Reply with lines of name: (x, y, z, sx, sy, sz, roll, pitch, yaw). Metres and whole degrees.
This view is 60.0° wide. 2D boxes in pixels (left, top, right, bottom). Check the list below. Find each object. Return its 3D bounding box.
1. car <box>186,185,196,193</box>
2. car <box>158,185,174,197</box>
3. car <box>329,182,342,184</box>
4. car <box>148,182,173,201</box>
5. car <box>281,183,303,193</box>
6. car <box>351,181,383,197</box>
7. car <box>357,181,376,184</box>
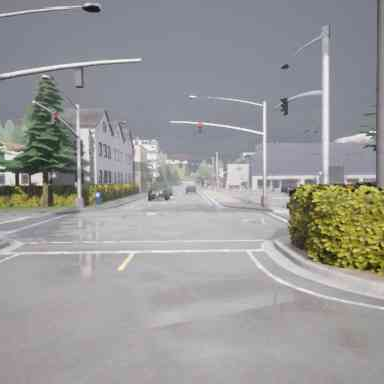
car: (-0.188, -0.580, 58.690, 2.128, 1.511, 4.902, -1, 2, 0)
car: (-3.748, -0.176, 48.429, 1.837, 1.490, 4.892, -1, 2, 0)
car: (25.289, -1.035, 59.490, 2.152, 1.636, 5.027, -1, 2, 0)
car: (-3.732, -0.110, 38.269, 2.150, 2.045, 5.566, -1, 2, 0)
car: (15.252, -0.525, 52.074, 2.007, 1.523, 4.514, -1, 2, 0)
car: (22.247, -0.462, 42.099, 1.932, 1.855, 4.605, -1, 2, 0)
car: (19.005, -0.176, 34.217, 1.905, 1.878, 3.866, -1, 2, 0)
